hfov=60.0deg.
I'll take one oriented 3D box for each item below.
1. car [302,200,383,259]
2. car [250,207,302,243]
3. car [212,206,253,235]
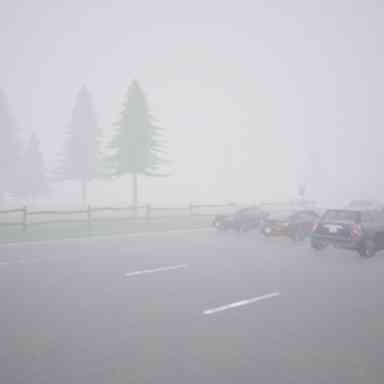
[{"bbox_3d":[6.690,1.357,12.880,4.553,1.767,2.097,0,0,-35],"label":"car"},{"bbox_3d":[5.287,1.532,16.171,4.674,1.442,1.812,0,0,-35],"label":"car"},{"bbox_3d":[3.257,1.532,19.022,4.674,1.442,1.812,0,0,-35],"label":"car"}]
